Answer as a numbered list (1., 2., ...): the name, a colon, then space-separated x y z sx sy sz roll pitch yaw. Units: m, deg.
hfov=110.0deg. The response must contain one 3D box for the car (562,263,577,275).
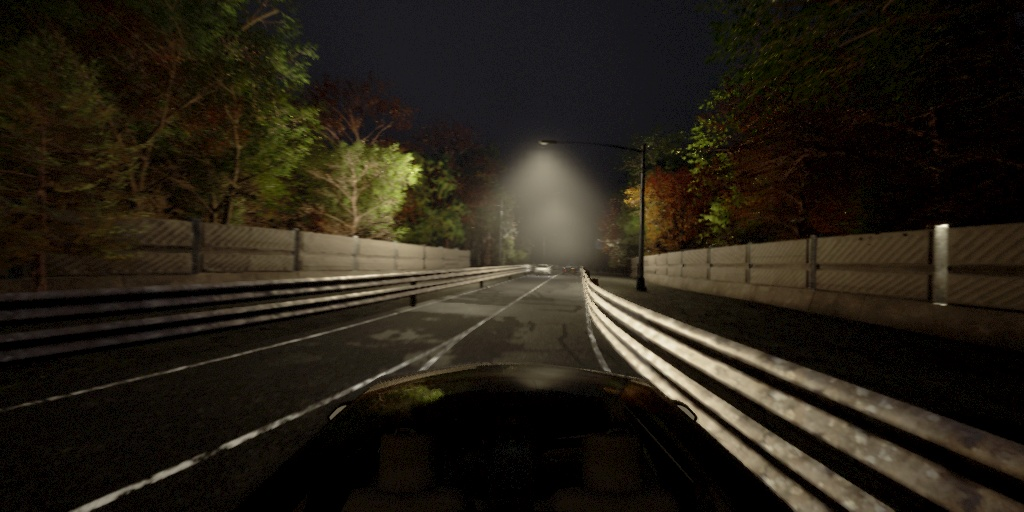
1. car: 8.311 1.976 51.959 2.128 1.511 4.902 1 -1 11

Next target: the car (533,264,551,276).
1. car: 4.052 1.820 47.168 1.812 1.442 4.674 1 -1 11
